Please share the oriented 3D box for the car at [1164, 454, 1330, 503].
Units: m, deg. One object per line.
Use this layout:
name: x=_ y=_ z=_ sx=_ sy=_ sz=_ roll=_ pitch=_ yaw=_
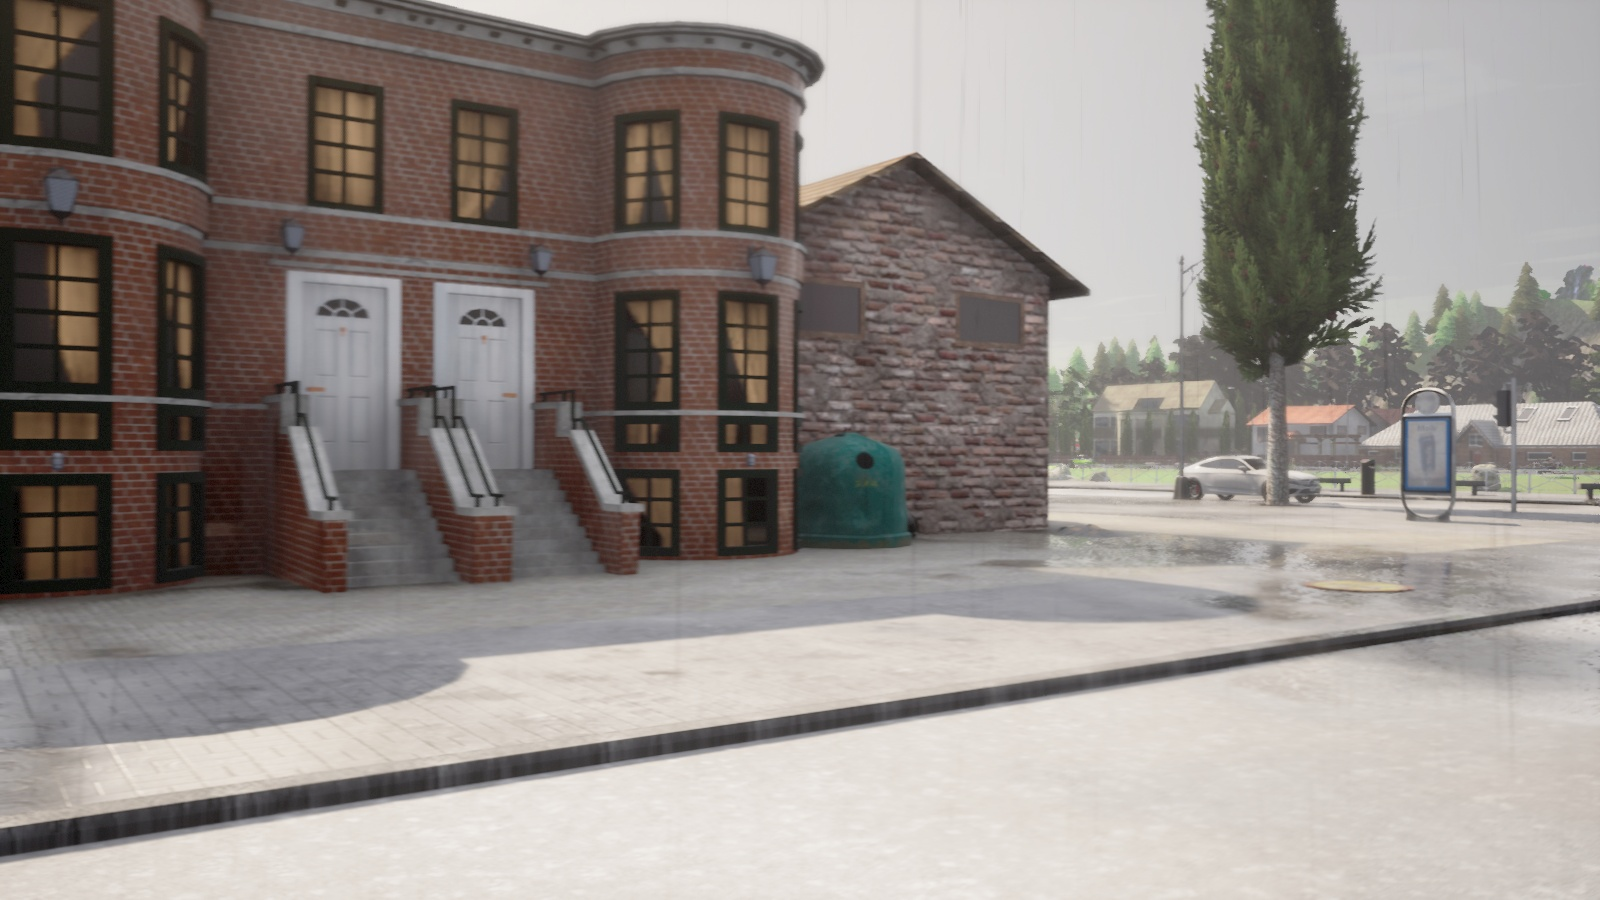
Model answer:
car: x=13.836 y=0.837 z=39.139 sx=1.812 sy=1.442 sz=4.674 roll=0 pitch=0 yaw=-35
